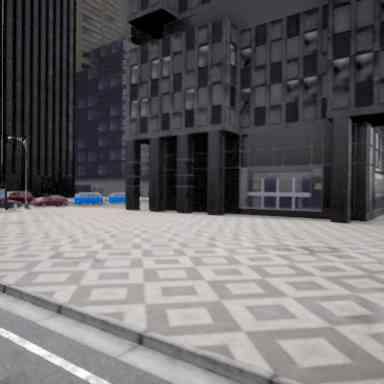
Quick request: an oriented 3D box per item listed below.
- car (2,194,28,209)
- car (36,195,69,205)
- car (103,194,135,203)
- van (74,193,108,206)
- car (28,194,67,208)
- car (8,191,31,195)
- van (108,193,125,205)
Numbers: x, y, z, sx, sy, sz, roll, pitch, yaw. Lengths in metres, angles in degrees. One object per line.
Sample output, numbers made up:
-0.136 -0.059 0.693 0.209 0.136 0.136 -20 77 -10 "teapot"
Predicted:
-20.241 1.184 34.967 2.008 1.369 4.403 1 1 35 "car"
-20.596 1.098 49.161 1.802 1.307 4.206 1 1 35 "car"
-12.229 1.095 56.249 2.033 1.411 5.357 1 1 36 "car"
-13.650 0.967 44.214 1.690 1.788 3.998 1 1 35 "van"
-16.947 1.211 39.591 1.802 1.307 4.206 1 1 35 "car"
-23.887 0.835 44.534 2.192 1.841 5.009 1 1 35 "car"
-10.356 0.965 48.837 1.690 1.788 3.998 1 1 35 "van"
